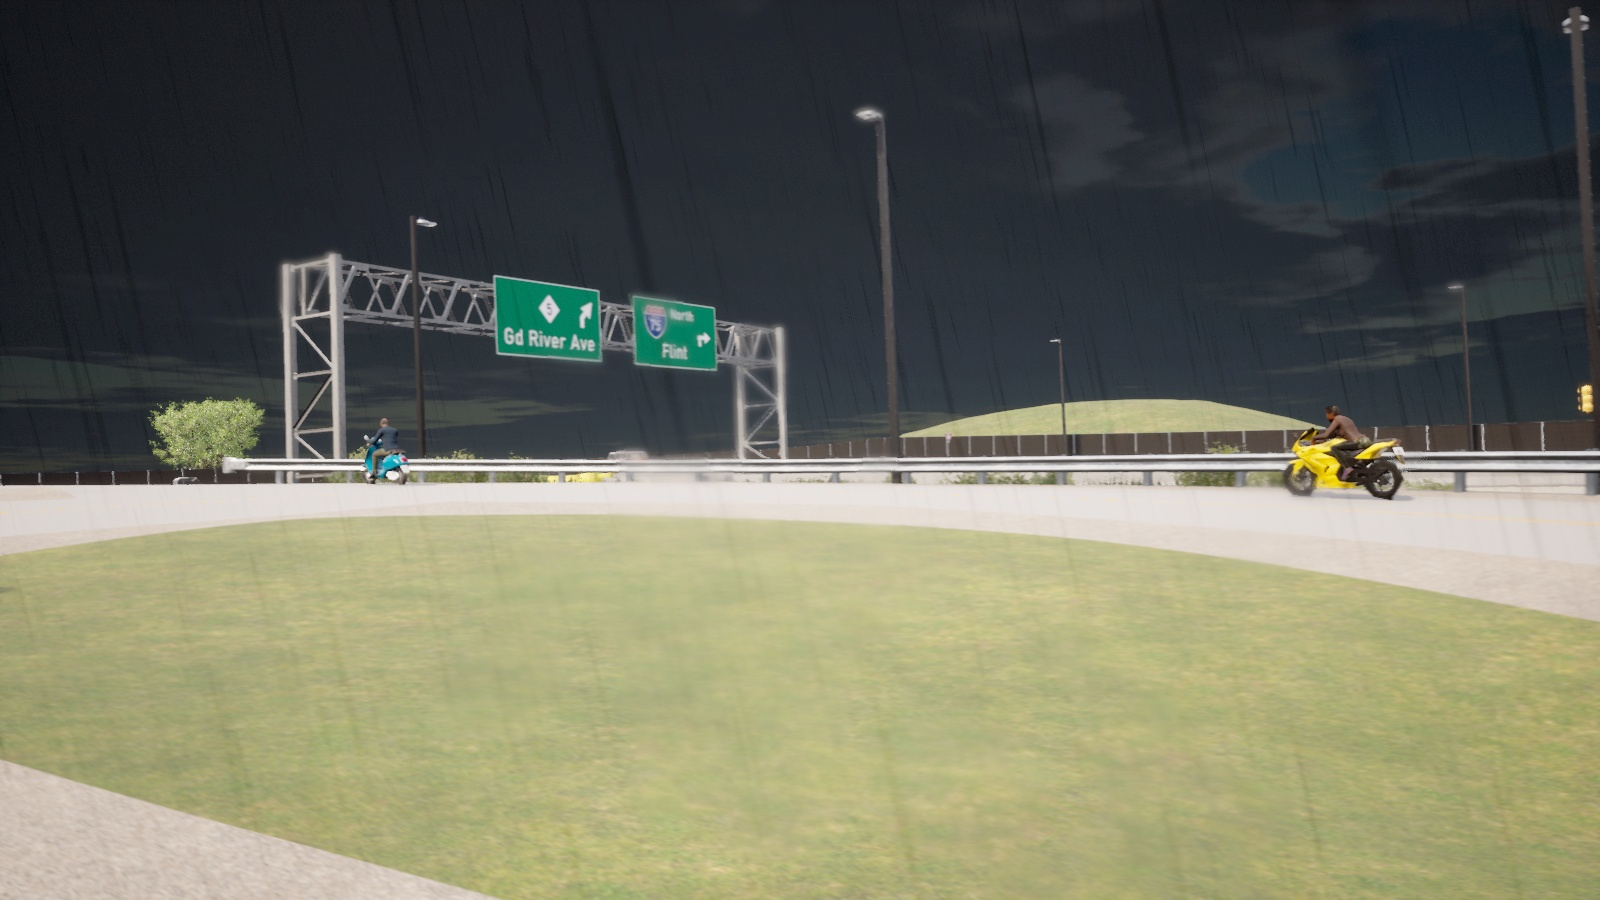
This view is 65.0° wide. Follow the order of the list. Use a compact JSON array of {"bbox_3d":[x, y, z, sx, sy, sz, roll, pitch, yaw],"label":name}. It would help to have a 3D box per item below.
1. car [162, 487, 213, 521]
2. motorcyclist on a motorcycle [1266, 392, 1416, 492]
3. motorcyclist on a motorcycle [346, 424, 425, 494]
[{"bbox_3d":[-26.438,2.344,54.206,1.481,1.376,2.207,-2,-1,-38],"label":"car"},{"bbox_3d":[8.752,-0.124,20.389,0.797,1.523,2.044,-4,2,-38],"label":"motorcyclist on a motorcycle"},{"bbox_3d":[-9.838,0.226,29.787,1.817,1.590,0.866,-2,2,39],"label":"motorcyclist on a motorcycle"}]
